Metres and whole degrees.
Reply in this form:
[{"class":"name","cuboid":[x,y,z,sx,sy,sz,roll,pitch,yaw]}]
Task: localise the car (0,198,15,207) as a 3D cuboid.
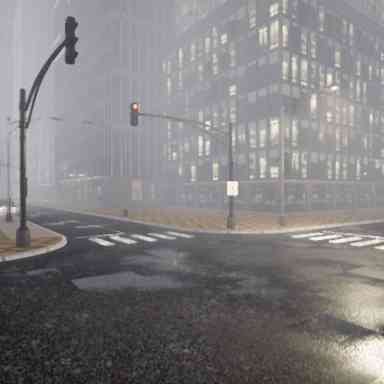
[{"class":"car","cuboid":[-27.832,1.597,49.848,1.895,1.301,4.718,0,0,-35]}]
